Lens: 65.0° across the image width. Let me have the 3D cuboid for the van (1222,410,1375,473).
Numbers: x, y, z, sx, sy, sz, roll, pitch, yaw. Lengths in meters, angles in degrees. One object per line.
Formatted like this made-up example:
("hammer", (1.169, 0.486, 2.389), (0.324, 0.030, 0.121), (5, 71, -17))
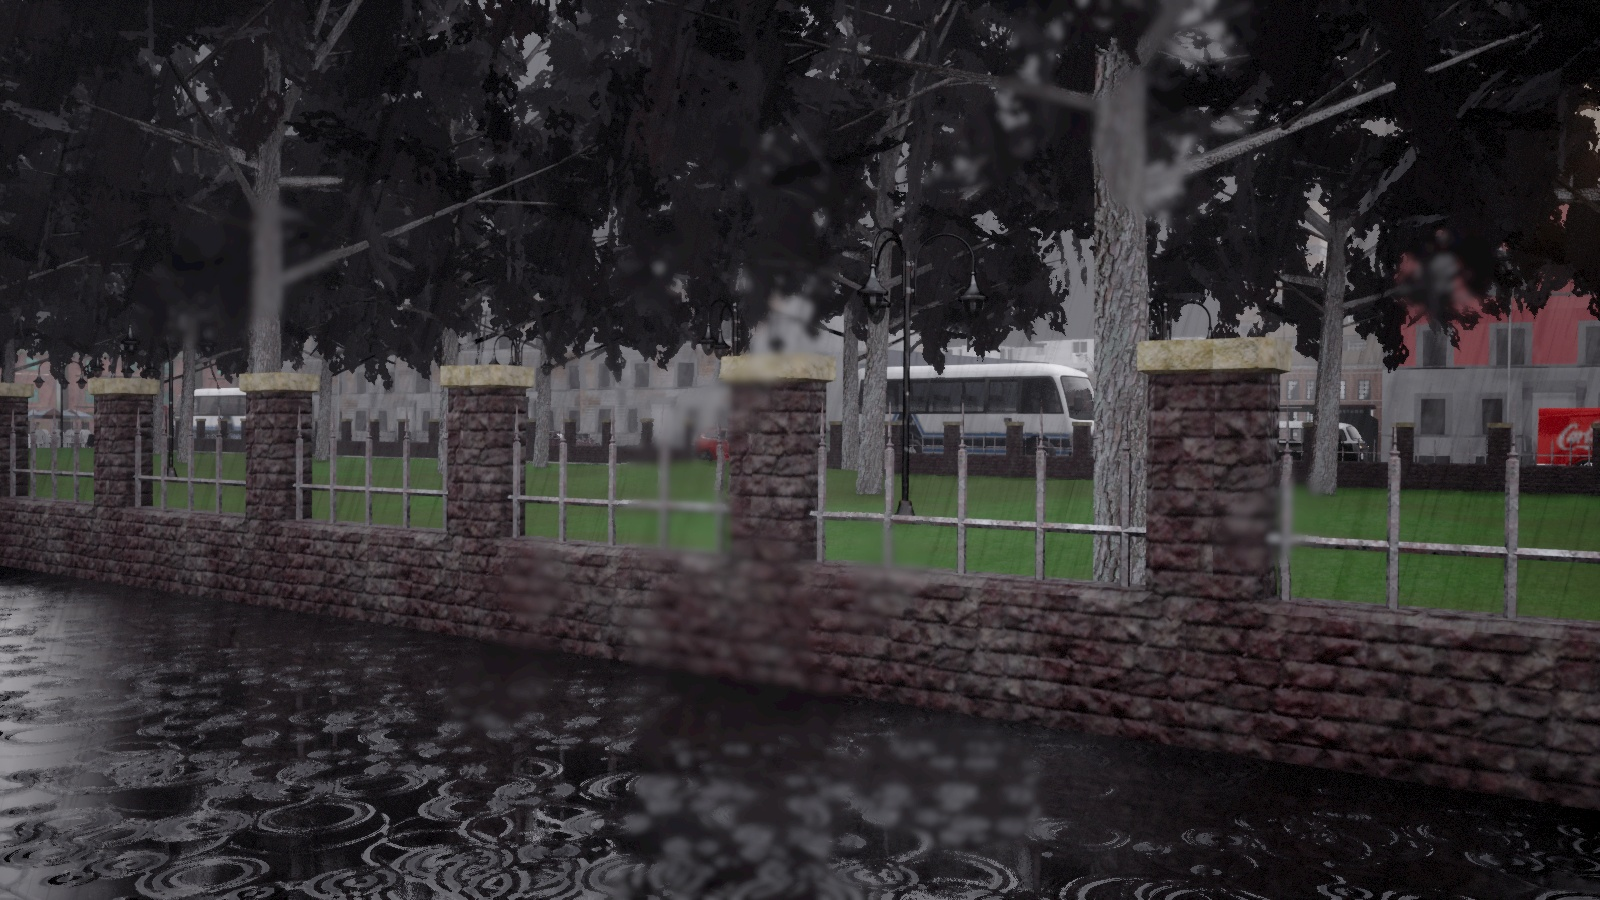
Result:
("van", (16.983, -0.284, 42.855), (4.480, 2.038, 2.069), (0, 1, 35))

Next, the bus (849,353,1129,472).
("bus", (7.327, -1.390, 49.699), (10.273, 4.253, 3.944), (0, 1, 35))

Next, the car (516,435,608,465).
("car", (-12.048, -0.001, 63.511), (4.674, 1.442, 1.812), (0, 1, 35))

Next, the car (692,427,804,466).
("car", (-2.376, -0.175, 56.636), (4.611, 1.667, 2.242), (0, 1, 36))

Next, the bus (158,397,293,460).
("bus", (-40.645, -1.487, 88.669), (10.273, 4.253, 3.944), (0, 1, 35))

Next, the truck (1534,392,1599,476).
("truck", (24.907, -0.489, 37.226), (5.204, 2.467, 2.627), (0, 1, 36))
